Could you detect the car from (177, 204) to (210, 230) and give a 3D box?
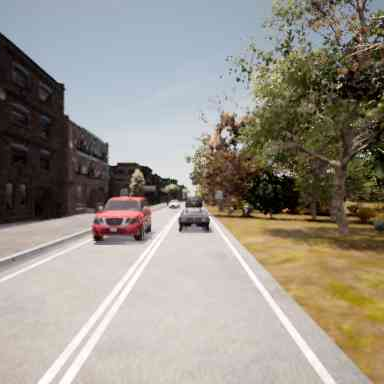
[{"bbox_3d":[0.131,1.674,21.667,1.895,1.301,4.718,0,0,0],"label":"car"}]

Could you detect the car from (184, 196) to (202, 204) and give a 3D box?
[{"bbox_3d":[0.212,1.559,42.977,2.150,2.045,5.566,0,-1,0],"label":"car"}]

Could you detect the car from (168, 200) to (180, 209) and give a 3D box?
[{"bbox_3d":[-3.093,2.162,58.544,1.812,1.442,4.674,0,-1,1],"label":"car"}]

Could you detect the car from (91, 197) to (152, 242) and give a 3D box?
[{"bbox_3d":[-3.327,1.264,16.898,2.150,2.045,5.566,0,0,0],"label":"car"}]
